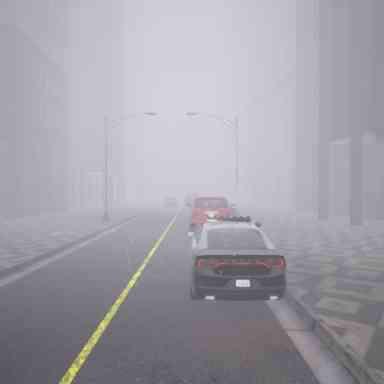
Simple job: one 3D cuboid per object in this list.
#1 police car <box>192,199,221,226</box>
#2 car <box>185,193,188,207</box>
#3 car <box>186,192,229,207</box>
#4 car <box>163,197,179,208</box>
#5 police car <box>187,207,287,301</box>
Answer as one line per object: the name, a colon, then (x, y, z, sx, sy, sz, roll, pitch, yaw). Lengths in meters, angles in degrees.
police car: (0.944, 1.395, 24.515, 1.930, 1.638, 5.238, 0, 0, 0)
car: (0.122, 1.131, 48.286, 2.150, 2.045, 5.566, 0, 0, 1)
car: (0.932, 1.208, 18.434, 2.150, 2.045, 5.566, 0, 0, 0)
car: (-2.915, 1.391, 46.702, 1.882, 1.535, 5.008, 0, 0, 0)
police car: (0.914, 1.421, 8.516, 1.930, 1.638, 5.238, 0, 0, 0)
